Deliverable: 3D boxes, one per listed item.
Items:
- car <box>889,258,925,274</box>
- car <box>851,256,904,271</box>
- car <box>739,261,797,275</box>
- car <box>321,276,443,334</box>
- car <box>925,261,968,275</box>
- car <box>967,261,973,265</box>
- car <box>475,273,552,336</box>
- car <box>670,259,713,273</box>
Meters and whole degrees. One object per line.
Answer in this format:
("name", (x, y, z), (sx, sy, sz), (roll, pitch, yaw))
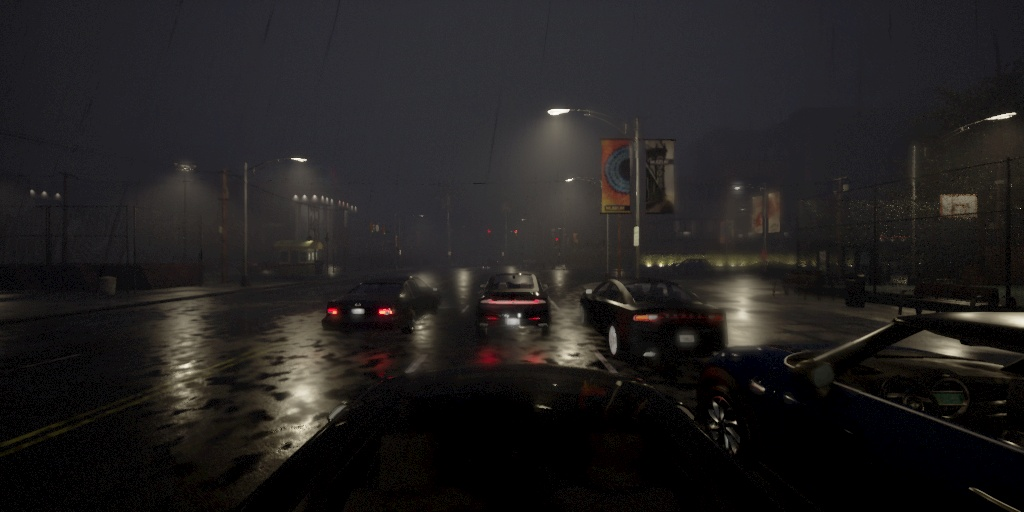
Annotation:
("car", (45.129, 1.272, 39.295), (4.902, 1.511, 2.128), (0, 0, -1))
("car", (43.918, 0.971, 42.793), (5.566, 2.045, 2.150), (0, 0, 0))
("car", (27.935, 1.292, 39.229), (5.357, 1.411, 2.033), (0, 0, 0))
("car", (-3.443, 1.296, 10.584), (2.033, 1.411, 5.357), (0, 0, 0))
("car", (45.162, 1.237, 35.795), (4.902, 1.511, 2.128), (0, 0, -1))
("car", (45.195, 1.293, 32.295), (5.357, 1.411, 2.033), (0, 0, -1))
("car", (0.054, 1.240, 10.321), (2.128, 1.511, 4.902), (0, 0, 0))
("car", (21.241, 1.095, 42.668), (4.553, 1.767, 2.097), (0, 0, -1))
